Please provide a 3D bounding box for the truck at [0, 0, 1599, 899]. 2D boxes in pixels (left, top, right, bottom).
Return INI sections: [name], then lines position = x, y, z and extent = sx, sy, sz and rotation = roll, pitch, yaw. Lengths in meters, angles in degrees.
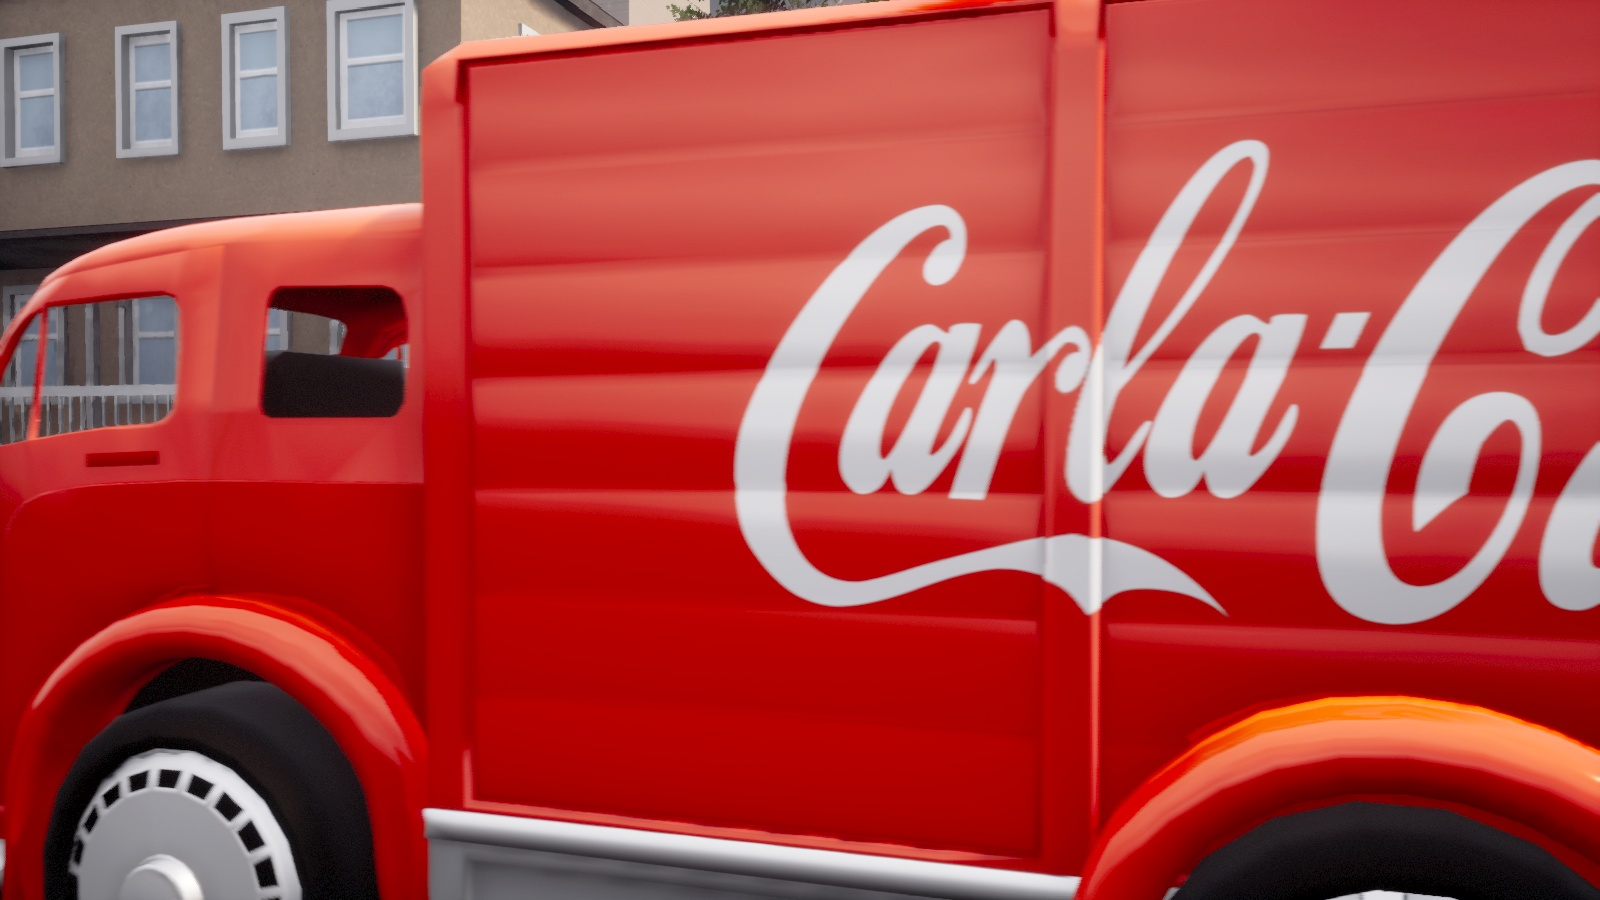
[truck]
position = 0.136, 0.283, 3.602
extent = 5.204, 2.467, 2.627
rotation = 0, 1, 17
